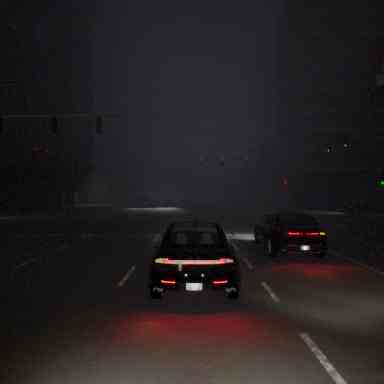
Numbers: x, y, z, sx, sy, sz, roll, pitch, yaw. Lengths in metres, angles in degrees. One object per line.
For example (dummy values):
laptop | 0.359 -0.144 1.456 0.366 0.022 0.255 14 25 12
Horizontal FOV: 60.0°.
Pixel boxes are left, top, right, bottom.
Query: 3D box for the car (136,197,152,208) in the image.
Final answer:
car | -7.010 1.504 48.730 1.837 1.490 4.892 0 0 0

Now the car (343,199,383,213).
car | 18.675 1.526 35.673 4.674 1.442 1.812 0 0 0

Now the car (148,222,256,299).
car | 0.066 1.491 8.413 2.128 1.511 4.902 0 0 1

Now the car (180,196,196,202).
car | -1.018 1.565 73.312 1.895 1.301 4.718 0 0 -27

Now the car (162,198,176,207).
car | -3.494 1.600 51.363 1.895 1.301 4.718 0 0 1

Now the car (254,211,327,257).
car | 3.616 1.505 12.880 1.837 1.490 4.892 0 0 1
